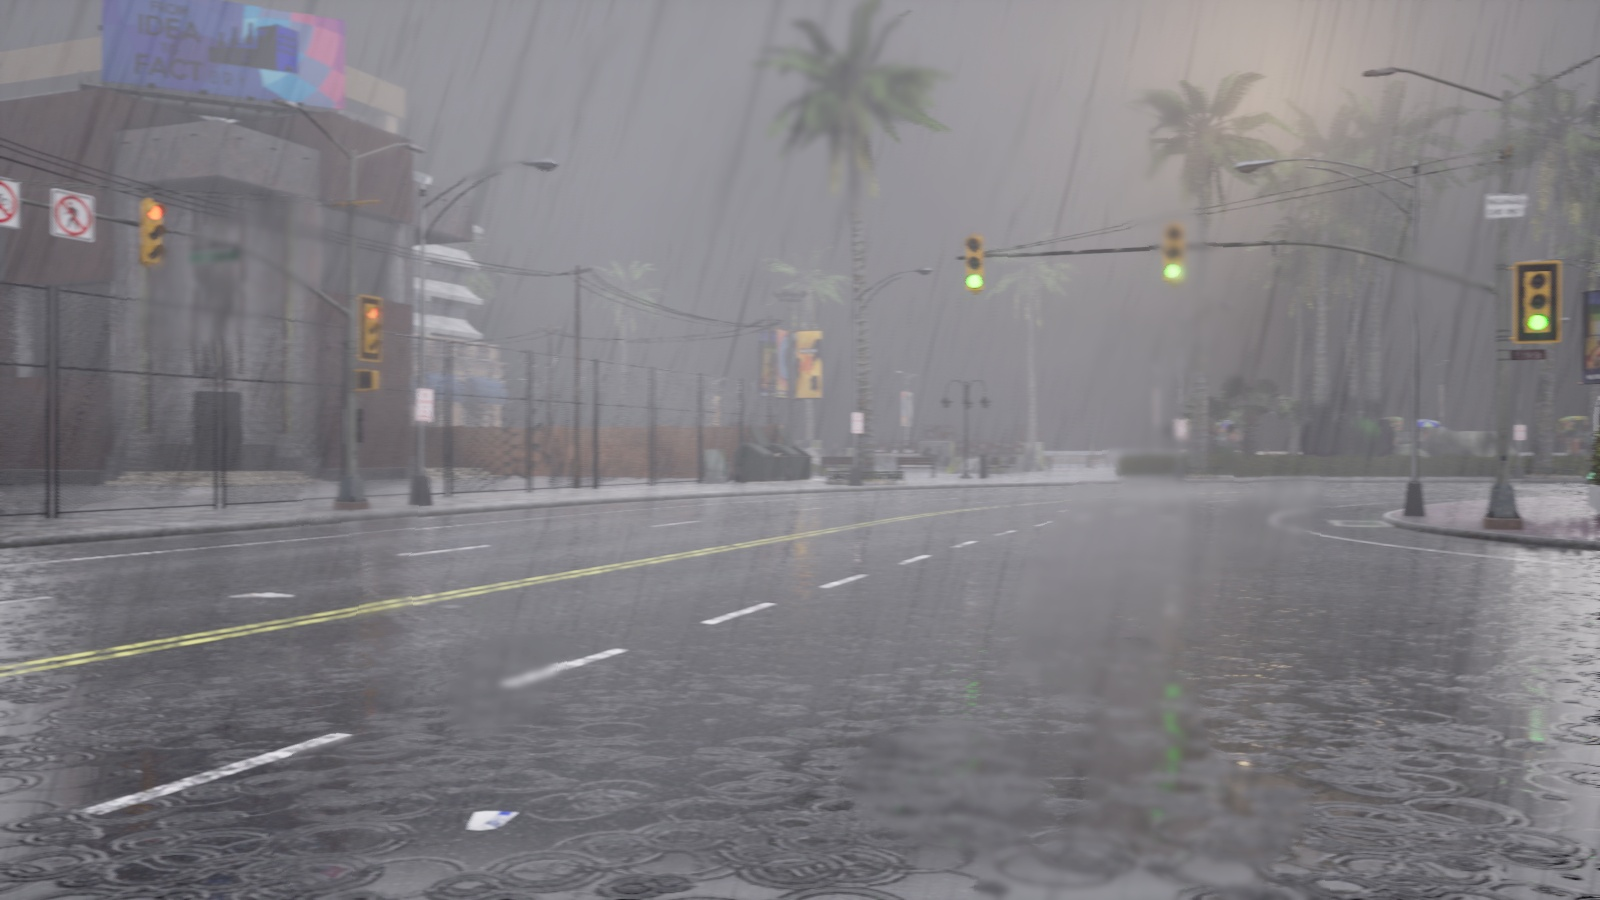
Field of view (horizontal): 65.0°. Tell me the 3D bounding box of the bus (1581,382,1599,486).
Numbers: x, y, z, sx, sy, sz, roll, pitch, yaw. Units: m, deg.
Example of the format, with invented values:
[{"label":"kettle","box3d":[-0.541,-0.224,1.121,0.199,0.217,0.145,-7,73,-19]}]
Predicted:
[{"label":"bus","box3d":[38.213,-0.665,51.659,10.273,4.253,3.944,0,0,-10]}]
